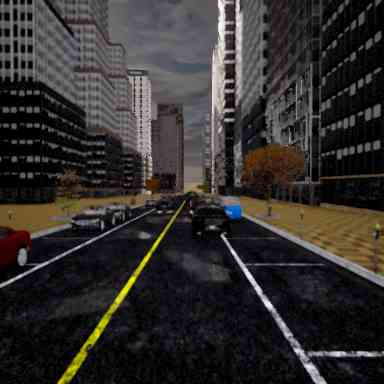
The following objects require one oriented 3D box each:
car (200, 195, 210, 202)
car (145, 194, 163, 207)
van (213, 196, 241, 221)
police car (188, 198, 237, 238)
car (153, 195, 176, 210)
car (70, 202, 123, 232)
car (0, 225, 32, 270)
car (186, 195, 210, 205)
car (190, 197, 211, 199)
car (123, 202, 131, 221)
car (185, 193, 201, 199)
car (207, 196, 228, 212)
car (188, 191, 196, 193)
[{"bbox_3d":[2.687,1.277,70.118,1.947,1.339,4.313,-1,0,0],"label":"car"},{"bbox_3d":[-5.696,1.346,47.619,2.008,1.369,4.403,-1,0,0],"label":"car"},{"bbox_3d":[2.677,1.227,25.119,1.690,1.788,3.998,-1,0,0],"label":"van"},{"bbox_3d":[0.902,1.345,17.354,1.930,1.638,5.238,0,0,0],"label":"police car"},{"bbox_3d":[-3.082,1.392,39.210,1.994,1.385,4.181,0,0,0],"label":"car"},{"bbox_3d":[-5.699,1.461,19.495,2.008,1.369,4.403,-1,0,0],"label":"car"},{"bbox_3d":[-5.701,1.506,8.244,1.887,1.381,4.507,-1,0,0],"label":"car"},{"bbox_3d":[0.766,1.332,33.281,1.882,1.535,5.008,0,0,3],"label":"car"},{"bbox_3d":[0.904,1.382,27.244,1.837,1.490,4.892,0,0,0],"label":"car"},{"bbox_3d":[-5.699,1.437,25.120,2.008,1.369,4.403,-1,0,0],"label":"car"},{"bbox_3d":[0.007,1.282,52.216,1.837,1.490,4.892,0,0,0],"label":"car"},{"bbox_3d":[2.680,1.279,36.368,1.967,1.590,4.097,-1,0,0],"label":"car"},{"bbox_3d":[0.009,0.770,69.026,2.150,2.045,5.566,0,0,0],"label":"car"}]
